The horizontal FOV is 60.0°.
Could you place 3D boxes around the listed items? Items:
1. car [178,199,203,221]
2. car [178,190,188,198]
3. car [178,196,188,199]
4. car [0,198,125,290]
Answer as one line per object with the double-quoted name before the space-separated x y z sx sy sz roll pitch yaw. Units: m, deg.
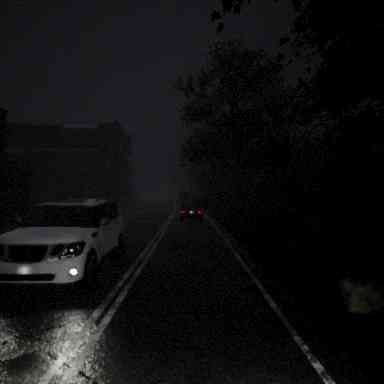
"car" -0.109 1.526 27.024 2.033 1.411 5.357 0 0 -1
"car" -1.986 0.638 75.452 2.150 2.045 5.566 0 1 -3
"car" -0.553 1.534 44.648 1.895 1.301 4.718 0 0 -2
"car" -3.367 1.221 9.431 2.150 2.045 5.566 0 0 0
